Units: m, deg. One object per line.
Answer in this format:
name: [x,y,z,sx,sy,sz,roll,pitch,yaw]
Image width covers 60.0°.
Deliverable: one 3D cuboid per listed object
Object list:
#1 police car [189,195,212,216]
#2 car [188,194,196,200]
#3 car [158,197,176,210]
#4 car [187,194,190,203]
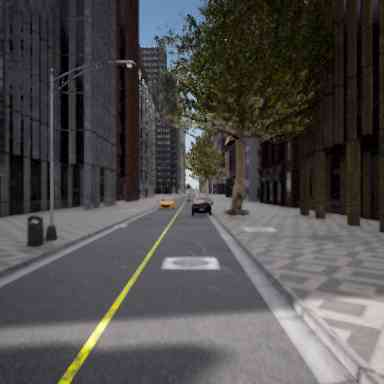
police car: [0.892,1.371,32.583,1.930,1.638,5.238,0,0,0]
car: [-0.021,1.202,83.025,1.882,1.535,5.008,0,0,0]
car: [-3.099,1.407,41.678,1.882,1.535,5.008,0,0,0]
car: [-0.017,1.405,68.026,1.994,1.385,4.181,0,0,0]
